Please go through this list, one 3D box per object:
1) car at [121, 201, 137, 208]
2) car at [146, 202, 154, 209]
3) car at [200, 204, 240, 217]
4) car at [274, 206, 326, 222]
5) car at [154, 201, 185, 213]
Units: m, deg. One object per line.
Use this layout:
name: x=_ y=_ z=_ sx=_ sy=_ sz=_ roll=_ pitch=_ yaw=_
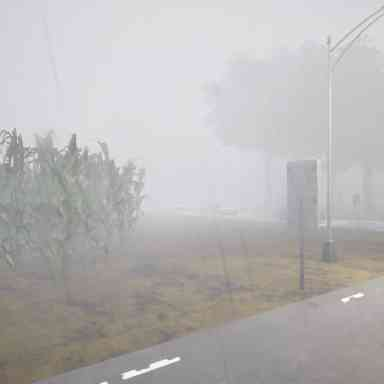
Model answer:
car: x=-11.467 y=2.163 z=61.268 sx=1.812 sy=1.442 sz=4.674 roll=-1 pitch=0 yaw=-35
car: x=-5.501 y=2.111 z=52.860 sx=1.895 sy=1.301 sz=4.718 roll=-1 pitch=0 yaw=-35
car: x=2.937 y=1.928 z=35.889 sx=1.895 sy=1.301 sz=4.718 roll=-1 pitch=0 yaw=-36
car: x=8.826 y=1.778 z=27.577 sx=1.994 sy=1.385 sz=4.181 roll=-1 pitch=0 yaw=-36
car: x=-2.784 y=1.966 z=44.018 sx=1.812 sy=1.442 sz=4.674 roll=-1 pitch=0 yaw=-35
